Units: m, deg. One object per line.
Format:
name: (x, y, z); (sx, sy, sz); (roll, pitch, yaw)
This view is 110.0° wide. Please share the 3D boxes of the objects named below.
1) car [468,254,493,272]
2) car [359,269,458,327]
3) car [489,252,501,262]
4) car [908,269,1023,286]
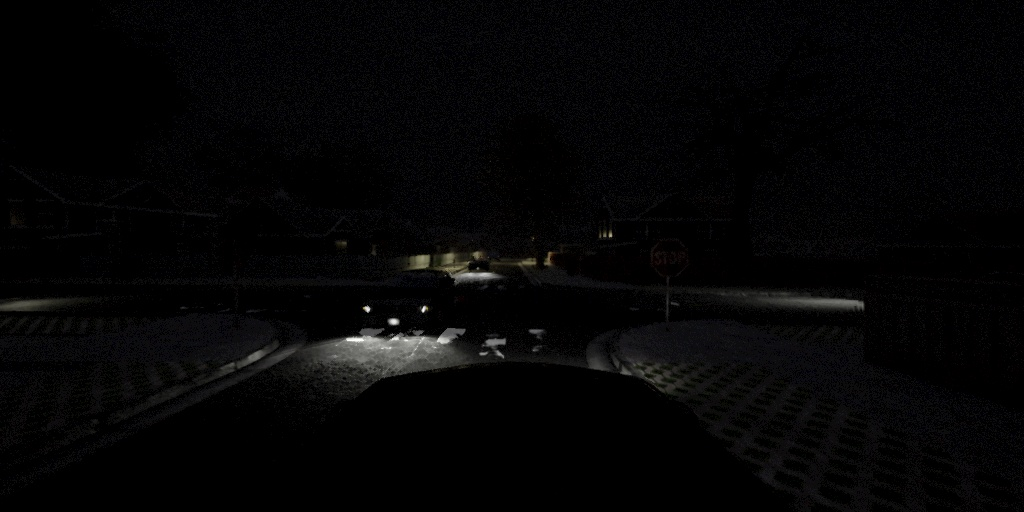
car: (-3.107, 0.787, 34.650); (1.895, 1.301, 4.718); (0, 1, -1)
car: (-2.849, 1.128, 11.219); (2.033, 1.411, 5.357); (0, 1, -1)
car: (-2.981, 0.061, 59.840); (1.882, 1.535, 5.008); (0, 1, 4)
car: (19.668, 1.307, 15.207); (4.902, 1.511, 2.128); (1, 2, 0)
